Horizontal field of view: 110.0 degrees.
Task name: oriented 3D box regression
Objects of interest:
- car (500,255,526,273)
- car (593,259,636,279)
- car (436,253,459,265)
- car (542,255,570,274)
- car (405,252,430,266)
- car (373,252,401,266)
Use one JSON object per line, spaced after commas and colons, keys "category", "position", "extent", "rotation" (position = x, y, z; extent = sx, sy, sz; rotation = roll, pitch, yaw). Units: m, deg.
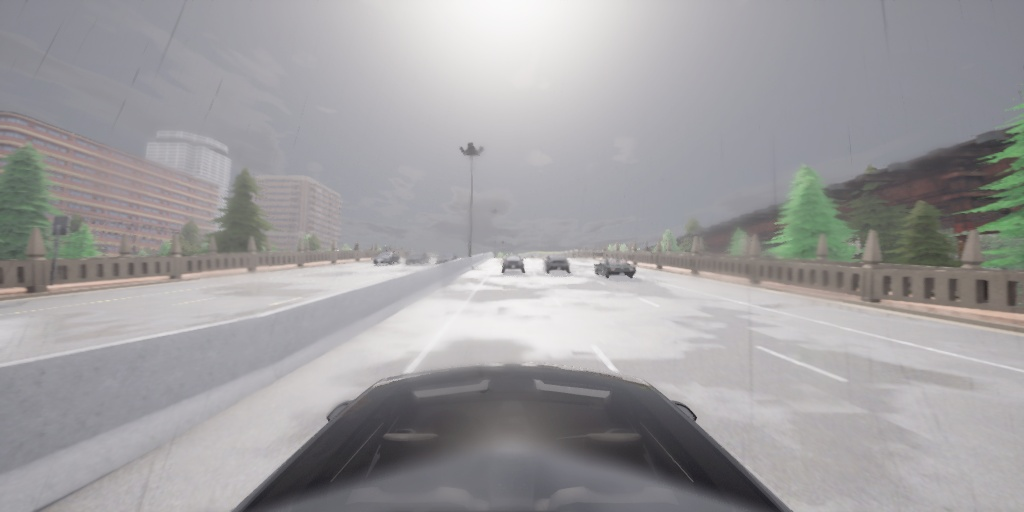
{"category": "car", "position": [0.117, 0.602, 30.521], "extent": [1.812, 1.442, 4.674], "rotation": [0, 2, 0]}
{"category": "car", "position": [7.098, 0.830, 25.311], "extent": [1.895, 1.301, 4.718], "rotation": [0, 2, 0]}
{"category": "car", "position": [-7.044, 0.366, 39.637], "extent": [2.033, 1.411, 5.357], "rotation": [0, 2, 0]}
{"category": "car", "position": [3.614, 0.609, 29.693], "extent": [1.837, 1.490, 4.892], "rotation": [0, 1, 0]}
{"category": "car", "position": [-10.541, 0.303, 40.264], "extent": [1.837, 1.490, 4.892], "rotation": [0, 1, 0]}
{"category": "car", "position": [-14.038, 0.277, 40.479], "extent": [2.128, 1.511, 4.902], "rotation": [0, 1, 0]}
